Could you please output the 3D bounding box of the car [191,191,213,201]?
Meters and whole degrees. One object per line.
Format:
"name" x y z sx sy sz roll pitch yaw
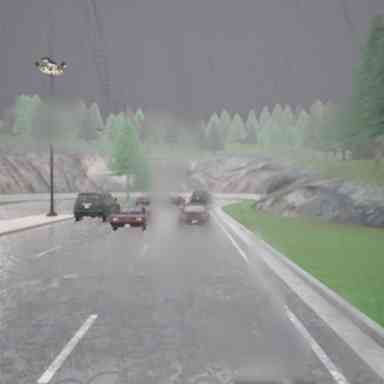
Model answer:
"car" 1.339 0.888 43.077 2.150 2.045 5.566 0 0 13

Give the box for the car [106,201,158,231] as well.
"car" -3.359 1.450 19.532 1.895 1.301 4.718 0 0 0

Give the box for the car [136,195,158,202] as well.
"car" -5.745 1.175 42.791 1.837 1.490 4.892 0 0 11

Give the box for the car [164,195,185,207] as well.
"car" -2.118 1.144 43.175 1.882 1.535 5.008 0 0 12

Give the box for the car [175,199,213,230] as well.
"car" 0.143 1.373 19.697 1.812 1.442 4.674 0 0 0

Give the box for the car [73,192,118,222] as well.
"car" -6.846 1.034 24.374 2.150 2.045 5.566 0 0 0
